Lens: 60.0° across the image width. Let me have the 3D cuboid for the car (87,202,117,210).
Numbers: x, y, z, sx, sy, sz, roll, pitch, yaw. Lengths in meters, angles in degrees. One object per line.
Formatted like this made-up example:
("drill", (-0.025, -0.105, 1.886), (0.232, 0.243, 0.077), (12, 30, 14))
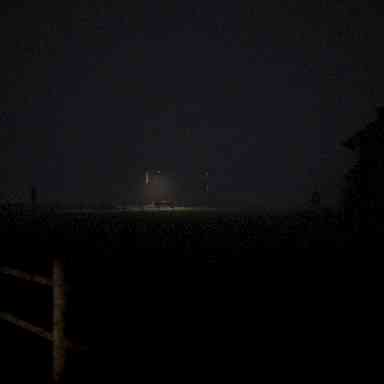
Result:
("car", (-14.793, 2.270, 54.687), (1.895, 1.301, 4.718), (0, -1, 36))
